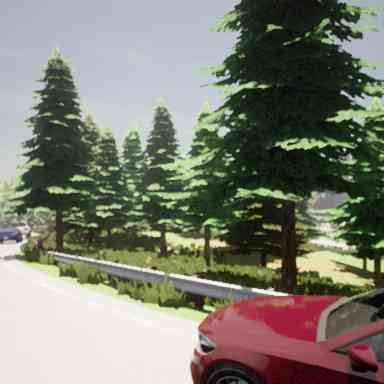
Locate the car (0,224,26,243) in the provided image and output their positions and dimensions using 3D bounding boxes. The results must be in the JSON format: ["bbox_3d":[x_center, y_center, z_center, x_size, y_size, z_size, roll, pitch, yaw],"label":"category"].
[{"bbox_3d":[-16.850,3.993,30.732,1.812,1.442,4.674,0,-5,-22],"label":"car"}]

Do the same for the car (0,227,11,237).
[{"bbox_3d":[-30.986,6.592,54.825,1.812,1.442,4.674,0,-5,-26],"label":"car"}]

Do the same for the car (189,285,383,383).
[{"bbox_3d":[2.187,1.527,2.859,4.674,1.442,1.812,0,0,33],"label":"car"}]

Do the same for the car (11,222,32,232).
[{"bbox_3d":[-20.822,4.645,40.289,2.150,2.045,5.566,0,-5,-23],"label":"car"}]
